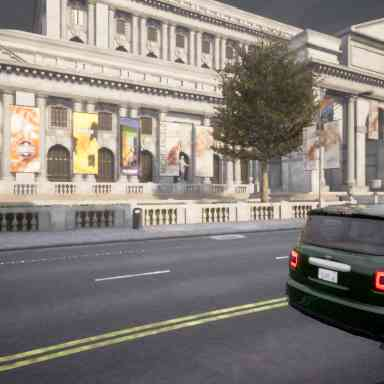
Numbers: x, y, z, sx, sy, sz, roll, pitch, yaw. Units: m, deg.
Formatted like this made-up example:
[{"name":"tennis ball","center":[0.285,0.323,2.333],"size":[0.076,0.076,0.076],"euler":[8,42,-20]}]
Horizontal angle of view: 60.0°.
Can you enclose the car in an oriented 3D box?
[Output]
[{"name":"car","center":[4.175,1.221,5.829],"size":[5.566,2.045,2.150],"euler":[0,0,-29]}]
